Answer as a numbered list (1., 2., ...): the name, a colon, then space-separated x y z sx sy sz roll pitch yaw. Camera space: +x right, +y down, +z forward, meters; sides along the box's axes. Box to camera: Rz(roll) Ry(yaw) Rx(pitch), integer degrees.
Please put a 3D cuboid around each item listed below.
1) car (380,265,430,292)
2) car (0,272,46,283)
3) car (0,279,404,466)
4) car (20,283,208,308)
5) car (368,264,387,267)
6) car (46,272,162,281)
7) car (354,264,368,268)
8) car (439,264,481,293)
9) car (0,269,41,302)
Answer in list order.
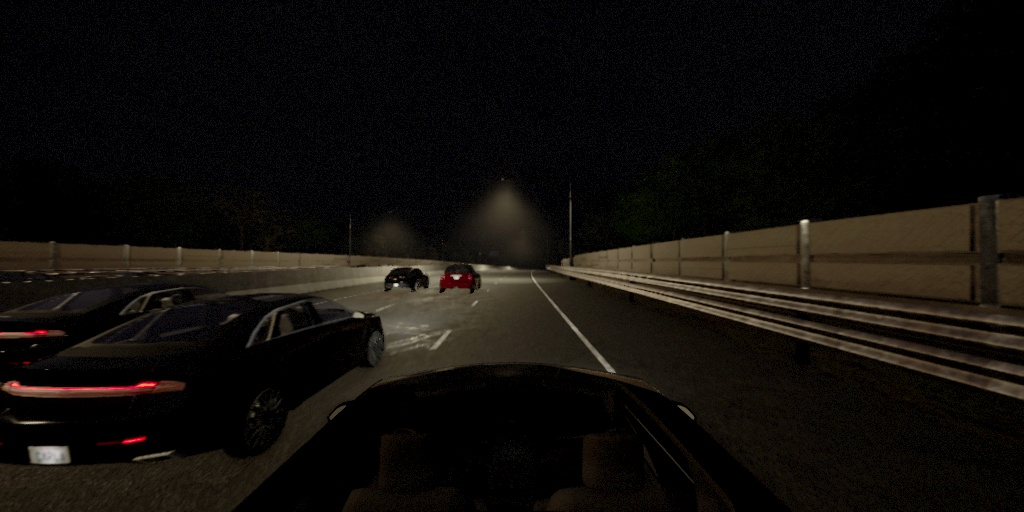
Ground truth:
1. car: -6.684 1.482 23.232 1.837 1.490 4.892 0 -1 1
2. car: -21.017 1.395 14.839 2.033 1.411 5.357 0 -1 1
3. car: -3.387 1.266 5.061 2.128 1.511 4.902 0 0 0
4. car: -6.877 1.279 7.088 2.128 1.511 4.902 0 0 0
5. car: -19.793 2.062 55.471 2.128 1.511 4.902 0 -1 3
6. car: -17.489 1.432 16.401 1.994 1.385 4.181 0 -1 1
7. car: -23.274 2.080 55.901 1.837 1.490 4.892 0 -1 3
8. car: -3.189 1.327 22.901 2.097 1.767 4.553 0 -1 1
9. car: -24.502 1.356 15.467 1.837 1.490 4.892 0 -1 1
